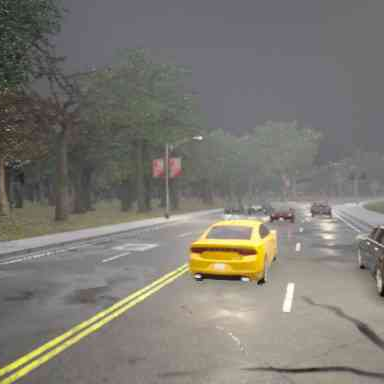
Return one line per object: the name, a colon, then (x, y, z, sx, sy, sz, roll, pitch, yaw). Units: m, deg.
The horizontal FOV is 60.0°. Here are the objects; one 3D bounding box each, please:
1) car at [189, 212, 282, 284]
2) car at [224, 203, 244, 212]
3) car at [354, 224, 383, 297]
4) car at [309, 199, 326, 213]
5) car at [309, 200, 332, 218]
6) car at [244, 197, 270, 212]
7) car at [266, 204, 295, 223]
car: (1.446, 1.588, 10.059, 1.882, 1.535, 5.008, -1, -1, 19)
car: (5.329, 2.045, 41.454, 1.994, 1.385, 4.181, -1, -1, 20)
car: (5.353, 1.516, 8.243, 1.837, 1.490, 4.892, -1, -1, 19)
car: (16.198, 1.766, 42.770, 1.882, 1.535, 5.008, -1, -1, 22)
car: (12.764, 1.709, 32.925, 2.128, 1.511, 4.902, -1, -1, 20)
car: (8.003, 1.622, 39.398, 2.150, 2.045, 5.566, -1, -1, 20)
car: (7.717, 1.845, 28.147, 1.895, 1.301, 4.718, -1, -1, 19)
